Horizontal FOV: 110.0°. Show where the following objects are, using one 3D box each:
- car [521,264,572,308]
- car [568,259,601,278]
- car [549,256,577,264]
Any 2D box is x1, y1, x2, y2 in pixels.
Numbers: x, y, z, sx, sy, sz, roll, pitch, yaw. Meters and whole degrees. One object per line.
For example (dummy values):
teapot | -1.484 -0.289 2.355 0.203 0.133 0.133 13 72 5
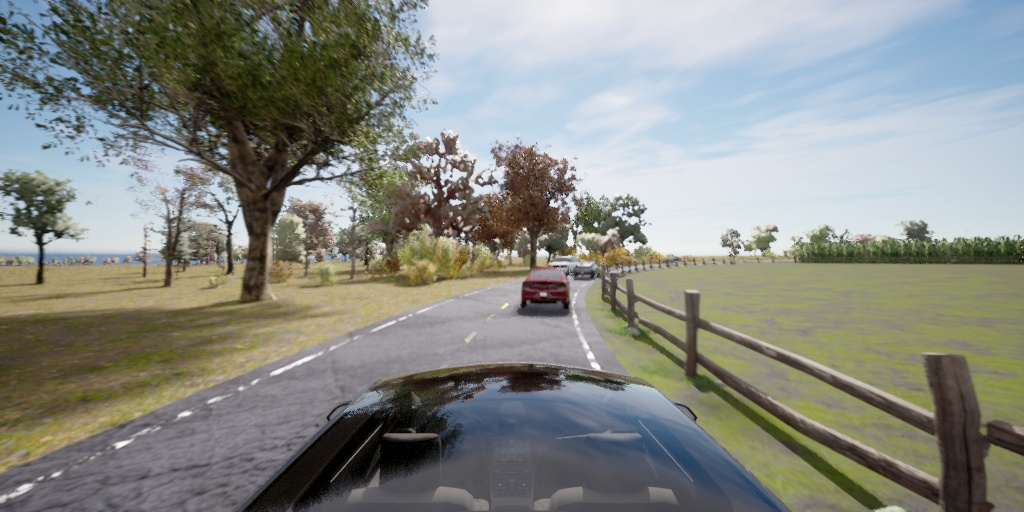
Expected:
car | 1.565 1.281 15.720 1.882 1.535 5.008 0 0 9
car | 7.279 1.297 34.463 2.128 1.511 4.902 0 0 23
car | 5.430 1.005 37.599 2.150 2.045 5.566 0 0 26
